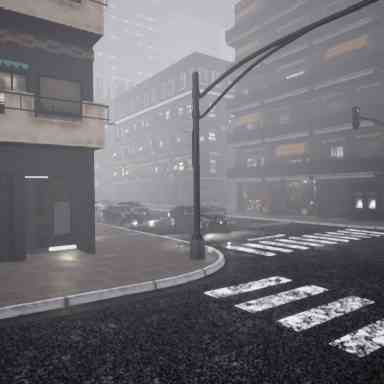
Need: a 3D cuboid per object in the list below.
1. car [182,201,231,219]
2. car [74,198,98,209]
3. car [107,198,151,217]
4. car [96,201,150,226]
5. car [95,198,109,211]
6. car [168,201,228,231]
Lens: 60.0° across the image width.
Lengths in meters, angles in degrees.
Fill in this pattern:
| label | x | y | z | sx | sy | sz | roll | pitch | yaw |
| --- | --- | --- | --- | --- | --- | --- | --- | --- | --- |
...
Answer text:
| label | x | y | z | sx | sy | sz | roll | pitch | yaw |
| --- | --- | --- | --- | --- | --- | --- | --- | --- | --- |
| car | 1.198 | 1.512 | 29.152 | 2.008 | 1.369 | 4.403 | -1 | 1 | -36 |
| car | -15.225 | 1.608 | 47.610 | 1.895 | 1.301 | 4.718 | -1 | 0 | -36 |
| car | -5.300 | 1.540 | 28.887 | 1.837 | 1.490 | 4.892 | -1 | 1 | -36 |
| car | -5.182 | 1.632 | 24.527 | 1.947 | 1.339 | 4.313 | -1 | 1 | -36 |
| car | -11.347 | 1.568 | 37.244 | 1.812 | 1.442 | 4.674 | -1 | 1 | -36 |
| car | 0.268 | 1.534 | 21.209 | 1.837 | 1.490 | 4.892 | -1 | 1 | -36 |
